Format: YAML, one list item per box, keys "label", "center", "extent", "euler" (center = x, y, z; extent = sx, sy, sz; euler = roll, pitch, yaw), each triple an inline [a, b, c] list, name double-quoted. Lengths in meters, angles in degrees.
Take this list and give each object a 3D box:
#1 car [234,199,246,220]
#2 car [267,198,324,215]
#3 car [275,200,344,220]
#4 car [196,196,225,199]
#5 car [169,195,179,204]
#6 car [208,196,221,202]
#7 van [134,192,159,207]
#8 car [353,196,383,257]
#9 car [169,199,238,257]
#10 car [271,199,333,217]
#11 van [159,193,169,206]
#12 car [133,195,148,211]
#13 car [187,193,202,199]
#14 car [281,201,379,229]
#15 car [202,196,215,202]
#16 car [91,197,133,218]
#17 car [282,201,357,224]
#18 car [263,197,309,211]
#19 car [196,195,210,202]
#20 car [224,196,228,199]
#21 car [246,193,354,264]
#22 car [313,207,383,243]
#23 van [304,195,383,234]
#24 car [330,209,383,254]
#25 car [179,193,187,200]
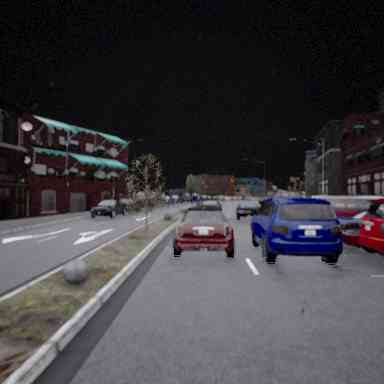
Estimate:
- label: "car"
  center: [4.530, 1.497, 27.202]
  extent: [1.895, 1.301, 4.718]
  euler: [0, 0, 6]
- label: "car"
  center: [9.788, 1.326, 31.842]
  extent: [4.892, 1.521, 2.231]
  euler: [0, 1, 7]
- label: "car"
  center: [9.175, 1.401, 26.416]
  extent: [4.792, 1.488, 2.163]
  euler: [0, 0, 6]
- label: "car"
  center: [1.618, 1.402, 28.104]
  extent: [1.837, 1.490, 4.892]
  euler: [0, 1, 7]
- label: "car"
  center: [-3.919, 1.308, 51.171]
  extent: [2.002, 1.452, 4.674]
  euler: [0, 0, 11]
- label: "car"
  center: [5.969, 1.831, 88.624]
  extent: [2.163, 1.488, 4.792]
  euler: [0, -1, 20]
- label: "van"
  center: [-5.807, 1.080, 40.122]
  extent: [1.878, 1.987, 4.442]
  euler: [0, 0, 9]
- label: "car"
  center: [8.133, 1.211, 10.202]
  extent: [5.566, 2.045, 2.435]
  euler: [0, 0, 2]
- label: "car"
  center: [0.502, 1.329, 13.037]
  extent: [2.097, 1.767, 4.553]
  euler: [0, 0, 3]
- label: "car"
  center: [9.514, 1.379, 29.124]
  extent: [4.792, 1.488, 2.163]
  euler: [0, 0, 7]
- label: "van"
  center: [-4.944, 1.050, 45.593]
  extent: [1.878, 1.987, 4.442]
  euler: [0, 0, 10]
- label: "car"
  center: [-6.559, 1.378, 34.715]
  extent: [2.163, 1.488, 4.792]
  euler: [0, 0, 8]
- label: "car"
  center: [-0.371, 1.127, 67.377]
  extent: [2.435, 2.045, 5.566]
  euler: [0, -1, 15]
- label: "car"
  center: [8.539, 1.407, 20.989]
  extent: [5.366, 1.575, 1.946]
  euler: [0, 0, 5]
- label: "car"
  center: [4.222, 1.721, 83.389]
  extent: [2.002, 1.452, 4.674]
  euler: [0, -1, 18]
- label: "car"
  center: [-7.195, 1.389, 29.259]
  extent: [2.097, 1.535, 5.008]
  euler: [0, 0, 7]
- label: "car"
  center: [8.953, 1.432, 23.694]
  extent: [4.674, 1.452, 2.002]
  euler: [0, 0, 5]
- label: "car"
  center: [10.486, 1.300, 37.387]
  extent: [4.792, 1.488, 2.163]
  euler: [0, 0, 9]
- label: "car"
  center: [2.618, 1.564, 78.213]
  extent: [2.231, 1.521, 4.892]
  euler: [0, -1, 17]
- label: "car"
  center: [7.886, 1.801, 94.024]
  extent: [2.185, 1.767, 4.553]
  euler: [0, -1, 21]
- label: "car"
  center: [3.432, 1.202, 11.898]
  extent: [2.150, 2.045, 5.566]
  euler: [0, 0, 3]
- label: "car"
  center: [8.353, 1.481, 15.541]
  extent: [4.674, 1.452, 2.002]
  euler: [0, 0, 4]
- label: "van"
  center: [8.642, 1.201, 18.240]
  extent: [4.442, 1.987, 1.878]
  euler: [0, 0, 4]
- label: "car"
  center: [8.188, 1.482, 12.930]
  extent: [4.792, 1.488, 2.163]
  euler: [0, 0, 3]
- label: "car"
  center: [-2.836, 1.323, 56.607]
  extent: [2.002, 1.452, 4.674]
  euler: [0, 0, 12]
